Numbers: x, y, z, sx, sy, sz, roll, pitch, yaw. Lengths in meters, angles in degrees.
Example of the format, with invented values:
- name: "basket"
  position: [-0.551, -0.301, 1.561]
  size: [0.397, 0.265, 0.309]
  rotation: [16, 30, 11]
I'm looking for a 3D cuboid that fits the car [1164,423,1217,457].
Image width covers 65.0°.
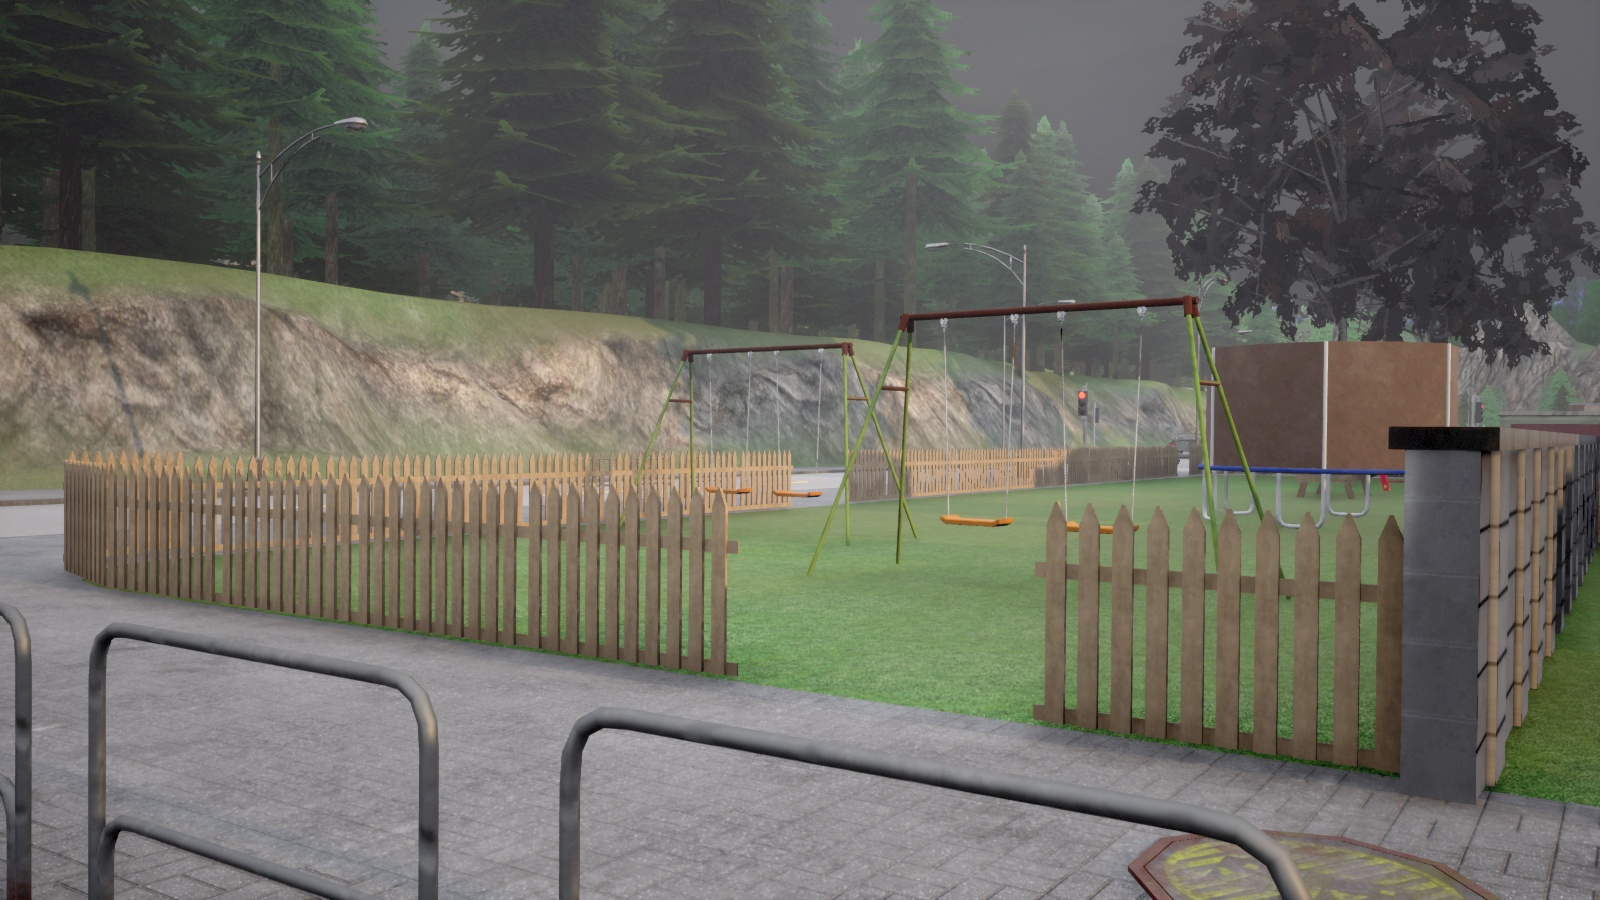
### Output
- name: "car"
  position: [19.936, -0.544, 63.948]
  size: [2.152, 1.651, 5.027]
  rotation: [0, 1, 22]
